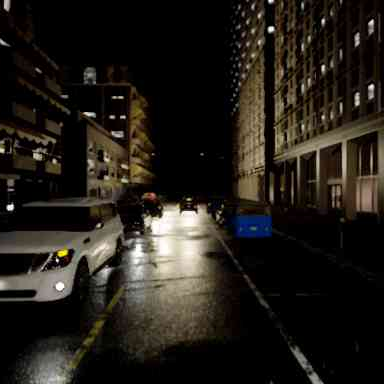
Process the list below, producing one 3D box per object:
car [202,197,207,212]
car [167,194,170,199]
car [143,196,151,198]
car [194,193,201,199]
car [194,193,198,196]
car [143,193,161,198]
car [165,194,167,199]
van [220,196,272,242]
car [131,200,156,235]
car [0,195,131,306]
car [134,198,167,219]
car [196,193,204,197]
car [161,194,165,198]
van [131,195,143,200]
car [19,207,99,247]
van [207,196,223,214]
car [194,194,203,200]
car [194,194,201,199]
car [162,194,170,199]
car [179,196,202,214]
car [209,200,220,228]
[{"bbox_3d":[2.276,1.409,32.451,1.947,1.339,4.313,0,0,-1],"label":"car"},{"bbox_3d":[-6.697,1.202,77.355,1.752,1.417,4.829,0,0,-1],"label":"car"},{"bbox_3d":[-6.177,1.419,37.989,1.802,1.307,4.206,0,0,-1],"label":"car"},{"bbox_3d":[1.456,1.038,94.579,1.967,1.590,4.097,0,0,-1],"label":"car"},{"bbox_3d":[-0.494,1.297,45.937,1.837,1.490,4.892,0,1,-1],"label":"car"},{"bbox_3d":[-6.327,1.104,49.284,2.192,1.841,5.009,0,0,-1],"label":"car"},{"bbox_3d":[-6.550,1.270,66.229,2.008,1.369,4.403,0,0,-1],"label":"car"},{"bbox_3d":[2.500,1.261,15.506,1.690,1.788,3.998,0,0,-1],"label":"van"},{"bbox_3d":[-3.321,1.425,18.272,1.837,1.490,4.892,0,0,-1],"label":"car"},{"bbox_3d":[-3.191,1.188,8.286,2.150,2.045,5.566,0,0,0],"label":"car"},{"bbox_3d":[-3.343,1.455,27.008,1.994,1.385,4.181,0,0,-1],"label":"car"},{"bbox_3d":[1.755,1.261,71.987,1.802,1.307,4.206,0,0,-1],"label":"car"},{"bbox_3d":[-6.475,1.308,60.581,1.947,1.339,4.313,0,0,-1],"label":"car"},{"bbox_3d":[-6.103,1.202,32.340,1.690,1.788,3.998,0,0,-1],"label":"van"},{"bbox_3d":[-5.879,1.489,15.397,2.008,1.369,4.403,0,0,-1],"label":"car"},{"bbox_3d":[2.351,1.209,26.802,1.690,1.788,3.998,0,0,-1],"label":"van"},{"bbox_3d":[1.606,1.203,83.283,1.947,1.339,4.313,0,0,-1],"label":"car"},{"bbox_3d":[1.531,1.199,88.932,1.802,1.307,4.206,0,0,-1],"label":"car"},{"bbox_3d":[-6.848,1.180,88.822,1.887,1.381,4.507,0,0,-1],"label":"car"},{"bbox_3d":[-0.330,1.393,33.279,2.033,1.411,5.357,0,0,-1],"label":"car"},{"bbox_3d":[2.426,1.445,21.155,2.008,1.369,4.403,0,0,-1],"label":"car"}]
